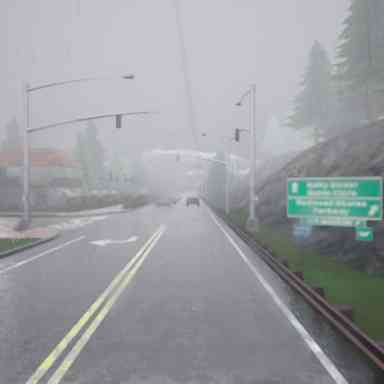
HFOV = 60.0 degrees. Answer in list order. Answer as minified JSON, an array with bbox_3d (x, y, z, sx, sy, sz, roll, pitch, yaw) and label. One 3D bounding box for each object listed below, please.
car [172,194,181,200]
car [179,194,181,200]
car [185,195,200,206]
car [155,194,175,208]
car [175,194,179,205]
[{"bbox_3d":[-3.468,1.168,76.436,1.895,1.301,4.718,0,0,0],"label":"car"},{"bbox_3d":[-3.475,1.124,64.245,1.882,1.535,5.008,0,0,0],"label":"car"},{"bbox_3d":[0.120,1.235,49.005,1.837,1.490,4.892,0,0,0],"label":"car"},{"bbox_3d":[-3.572,1.269,42.921,1.837,1.490,4.892,0,0,0],"label":"car"},{"bbox_3d":[-3.547,1.062,52.626,2.097,1.767,4.553,0,0,0],"label":"car"}]
